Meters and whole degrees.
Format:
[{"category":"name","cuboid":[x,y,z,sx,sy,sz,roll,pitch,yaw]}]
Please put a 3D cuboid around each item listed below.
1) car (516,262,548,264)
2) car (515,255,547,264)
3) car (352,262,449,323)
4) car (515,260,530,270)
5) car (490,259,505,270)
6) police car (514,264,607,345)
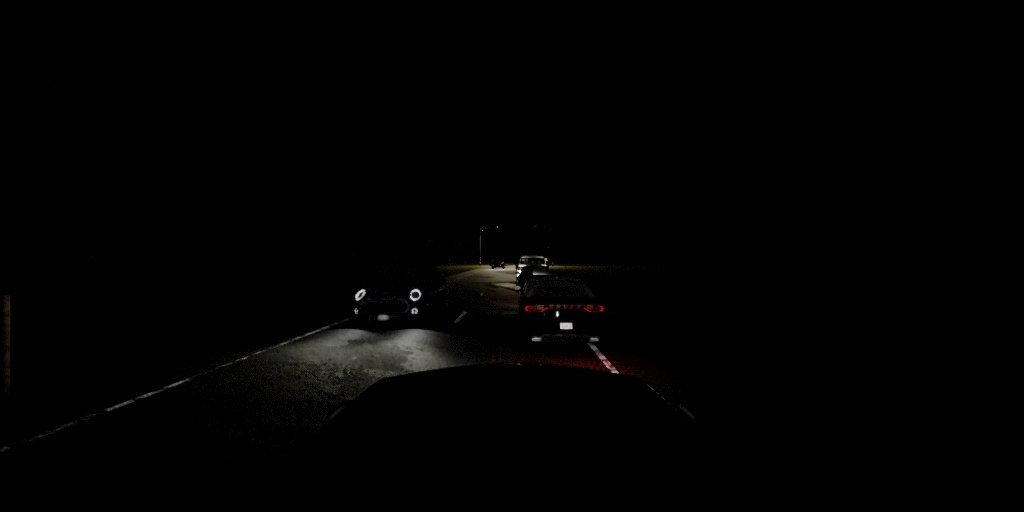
[{"category":"car","cuboid":[1.247,1.253,19.511,1.837,1.490,4.892,0,0,1]},{"category":"car","cuboid":[1.391,0.968,25.521,2.150,2.045,5.566,0,0,2]},{"category":"car","cuboid":[-3.508,1.102,12.083,2.097,1.767,4.553,0,0,1]},{"category":"car","cuboid":[1.551,1.281,52.783,1.994,1.385,4.181,0,0,4]},{"category":"car","cuboid":[-2.061,1.222,53.648,1.837,1.490,4.892,0,0,3]},{"category":"police car","cuboid":[1.095,1.175,9.651,1.930,1.638,5.238,0,0,1]}]
